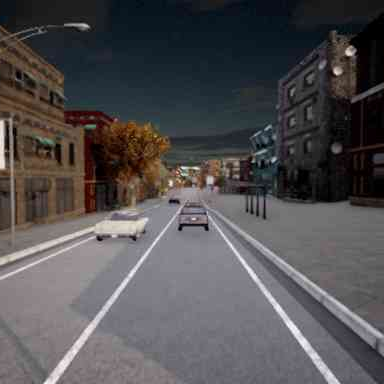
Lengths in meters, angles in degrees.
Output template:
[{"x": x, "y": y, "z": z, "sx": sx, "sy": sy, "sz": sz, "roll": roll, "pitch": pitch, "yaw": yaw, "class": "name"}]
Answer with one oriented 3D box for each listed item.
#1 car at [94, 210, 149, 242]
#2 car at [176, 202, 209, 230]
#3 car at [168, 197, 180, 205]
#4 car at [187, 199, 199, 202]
[{"x": -3.368, "y": 1.609, "z": 16.631, "sx": 1.895, "sy": 1.301, "sz": 4.718, "roll": 0, "pitch": 0, "yaw": 0, "class": "car"}, {"x": 0.090, "y": 1.562, "z": 21.062, "sx": 2.033, "sy": 1.411, "sz": 5.357, "roll": 0, "pitch": 0, "yaw": 0, "class": "car"}, {"x": -3.035, "y": 1.444, "z": 57.034, "sx": 1.895, "sy": 1.301, "sz": 4.718, "roll": 0, "pitch": 1, "yaw": 1, "class": "car"}, {"x": 0.110, "y": 1.580, "z": 42.826, "sx": 1.895, "sy": 1.301, "sz": 4.718, "roll": 0, "pitch": 0, "yaw": 0, "class": "car"}]
